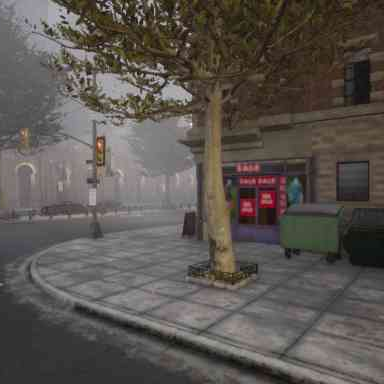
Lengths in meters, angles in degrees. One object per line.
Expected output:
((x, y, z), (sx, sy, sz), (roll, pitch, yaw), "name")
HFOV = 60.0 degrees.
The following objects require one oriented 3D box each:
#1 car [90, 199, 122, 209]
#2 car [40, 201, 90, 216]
((-11.936, 1.595, 45.181), (1.895, 1.301, 4.718), (0, 0, 36), "car")
((-12.701, 1.564, 32.894), (1.994, 1.385, 4.181), (0, 0, 36), "car")
